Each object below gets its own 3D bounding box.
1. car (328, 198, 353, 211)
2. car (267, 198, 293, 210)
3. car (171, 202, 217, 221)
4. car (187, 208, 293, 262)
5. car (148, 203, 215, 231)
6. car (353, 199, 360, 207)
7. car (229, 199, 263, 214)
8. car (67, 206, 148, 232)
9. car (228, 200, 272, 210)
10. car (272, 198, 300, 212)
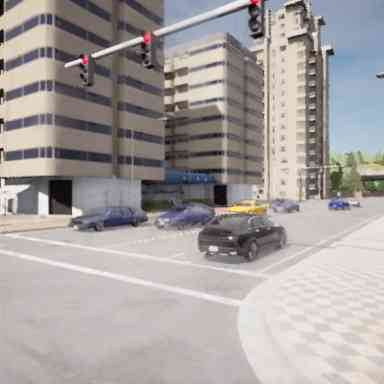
[{"bbox_3d":[18.710,1.530,42.290,1.882,1.535,5.008,0,0,35],"label":"car"},{"bbox_3d":[11.996,1.576,45.176,1.812,1.442,4.674,0,0,36],"label":"car"},{"bbox_3d":[0.248,1.615,28.600,1.994,1.385,4.181,0,0,35],"label":"car"},{"bbox_3d":[2.045,1.561,12.618,1.837,1.490,4.892,-1,-1,34],"label":"car"},{"bbox_3d":[-0.418,1.578,21.551,1.812,1.442,4.674,0,0,35],"label":"car"},{"bbox_3d":[24.583,1.652,50.929,1.895,1.301,4.718,0,0,32],"label":"car"},{"bbox_3d":[6.021,1.576,36.770,1.812,1.442,4.674,0,0,35],"label":"car"},{"bbox_3d":[-5.073,1.599,21.061,2.033,1.411,5.357,0,0,35],"label":"car"},{"bbox_3d":[4.890,1.529,29.110,1.882,1.535,5.008,0,0,35],"label":"car"},{"bbox_3d":[10.653,1.577,37.250,1.812,1.442,4.674,0,0,35],"label":"car"}]
